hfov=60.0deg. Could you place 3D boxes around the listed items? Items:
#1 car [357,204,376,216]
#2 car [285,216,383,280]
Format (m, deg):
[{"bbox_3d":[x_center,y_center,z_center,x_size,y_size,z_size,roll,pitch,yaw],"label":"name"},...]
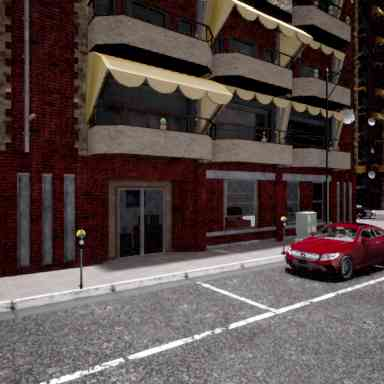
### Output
[{"bbox_3d":[15.537,1.806,32.935,2.128,1.511,4.902,0,-1,-36],"label":"car"},{"bbox_3d":[4.594,1.582,9.888,4.206,1.307,1.802,0,0,-35],"label":"car"}]
